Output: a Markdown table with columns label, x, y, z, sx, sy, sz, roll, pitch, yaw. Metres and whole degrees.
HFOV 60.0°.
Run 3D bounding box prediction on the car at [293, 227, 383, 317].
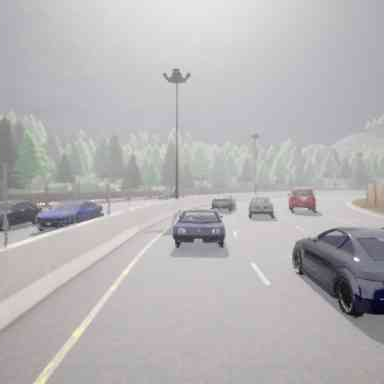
| label | x | y | z | sx | sy | sz | roll | pitch | yaw |
| --- | --- | --- | --- | --- | --- | --- | --- | --- | --- |
| car | 3.638 | 1.444 | 7.204 | 1.994 | 1.385 | 4.181 | 0 | 1 | 1 |

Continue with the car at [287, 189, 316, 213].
| label | x | y | z | sx | sy | sz | roll | pitch | yaw |
| --- | --- | --- | --- | --- | --- | --- | --- | --- | --- |
| car | 10.012 | 0.724 | 30.407 | 2.150 | 2.045 | 5.566 | 0 | 1 | 14 |

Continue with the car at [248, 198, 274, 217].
| label | x | y | z | sx | sy | sz | roll | pitch | yaw |
| --- | --- | --- | --- | --- | --- | --- | --- | --- | --- |
| car | 5.345 | 1.127 | 25.652 | 2.033 | 1.411 | 5.357 | 0 | 1 | 11 |

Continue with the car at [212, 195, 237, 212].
| label | x | y | z | sx | sy | sz | roll | pitch | yaw |
| --- | --- | --- | --- | --- | --- | --- | --- | --- | --- |
| car | 3.055 | 0.982 | 31.181 | 2.128 | 1.511 | 4.902 | 0 | 1 | 14 |

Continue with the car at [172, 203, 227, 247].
| label | x | y | z | sx | sy | sz | roll | pitch | yaw |
| --- | --- | --- | --- | --- | --- | --- | --- | --- | --- |
| car | 0.366 | 1.373 | 13.851 | 1.895 | 1.301 | 4.718 | 0 | 1 | 3 |
